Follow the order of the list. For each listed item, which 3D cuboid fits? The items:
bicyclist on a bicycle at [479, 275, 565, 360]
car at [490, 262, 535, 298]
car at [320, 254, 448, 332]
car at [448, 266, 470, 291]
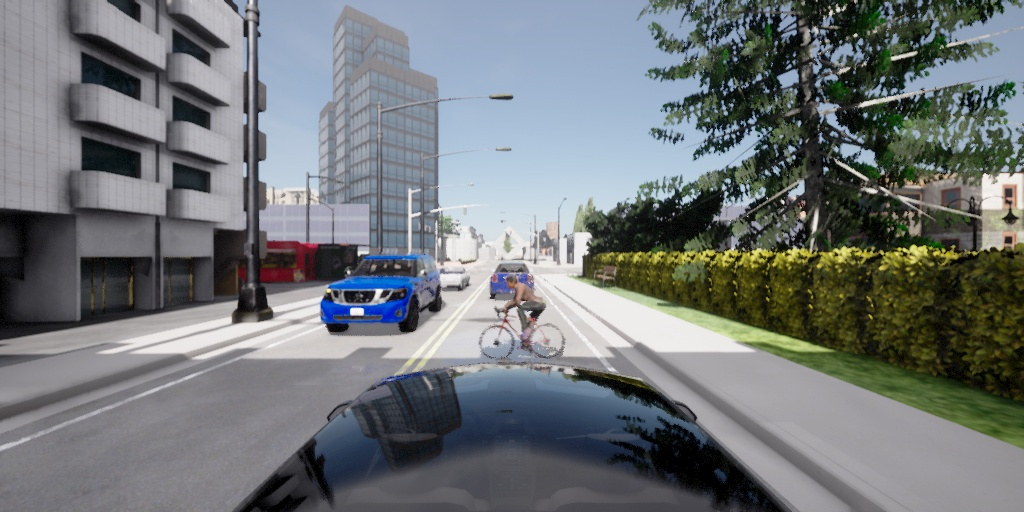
[{"bbox_3d":[0.177,1.185,6.869,1.656,1.620,0.582,-2,0,0],"label":"bicyclist on a bicycle"},{"bbox_3d":[0.009,1.069,18.196,2.097,1.767,4.553,0,0,0],"label":"car"},{"bbox_3d":[-3.649,0.954,11.153,2.150,2.045,5.566,0,0,0],"label":"car"},{"bbox_3d":[-3.681,1.311,21.608,1.895,1.301,4.718,0,0,0],"label":"car"}]
